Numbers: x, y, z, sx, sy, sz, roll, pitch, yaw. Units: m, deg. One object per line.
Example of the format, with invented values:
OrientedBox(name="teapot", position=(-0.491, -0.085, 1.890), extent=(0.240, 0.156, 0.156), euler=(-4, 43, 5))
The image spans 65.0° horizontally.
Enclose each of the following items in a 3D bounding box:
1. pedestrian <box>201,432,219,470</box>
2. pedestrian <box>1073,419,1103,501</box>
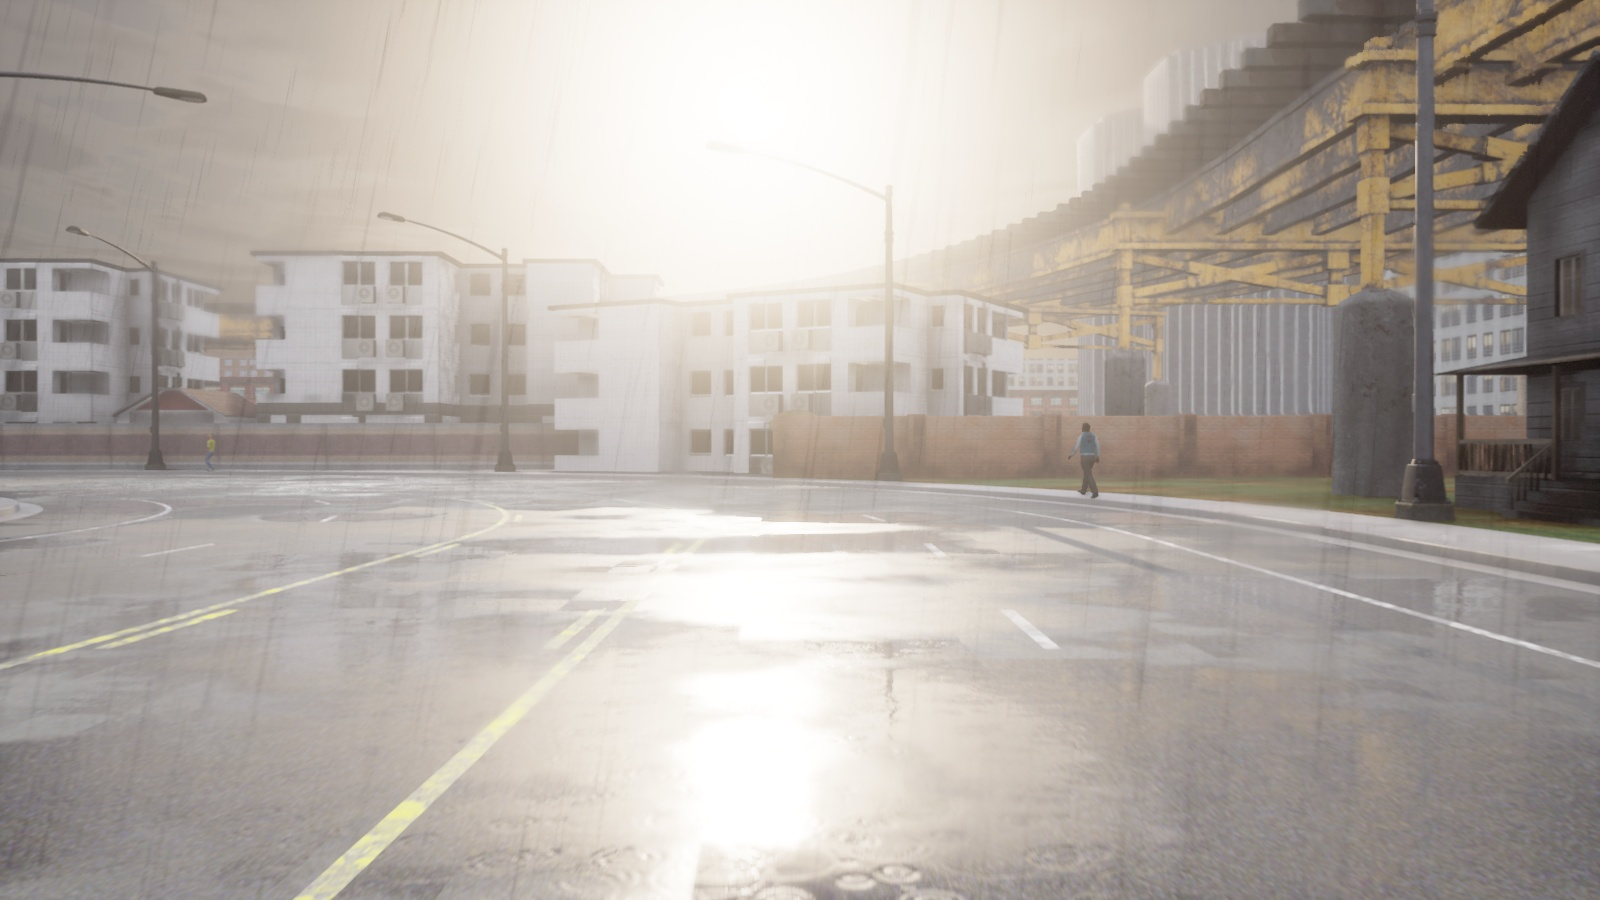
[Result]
OrientedBox(name="pedestrian", position=(-28.108, 0.042, 59.836), extent=(0.706, 1.836, 0.354), euler=(0, 0, 8))
OrientedBox(name="pedestrian", position=(6.871, 0.238, 30.000), extent=(0.396, 1.930, 0.692), euler=(0, 0, -17))
